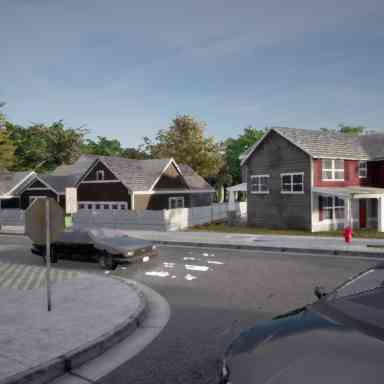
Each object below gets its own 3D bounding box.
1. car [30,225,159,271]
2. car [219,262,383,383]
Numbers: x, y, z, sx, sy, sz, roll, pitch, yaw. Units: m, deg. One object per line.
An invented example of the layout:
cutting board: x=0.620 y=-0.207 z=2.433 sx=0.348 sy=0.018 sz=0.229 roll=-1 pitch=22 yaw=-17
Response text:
car: x=-3.937 y=2.027 z=12.928 sx=5.357 sy=1.411 sz=2.033 roll=-2 pitch=0 yaw=30
car: x=2.558 y=1.493 z=3.337 sx=4.902 sy=1.511 sz=2.128 roll=0 pitch=0 yaw=-26
